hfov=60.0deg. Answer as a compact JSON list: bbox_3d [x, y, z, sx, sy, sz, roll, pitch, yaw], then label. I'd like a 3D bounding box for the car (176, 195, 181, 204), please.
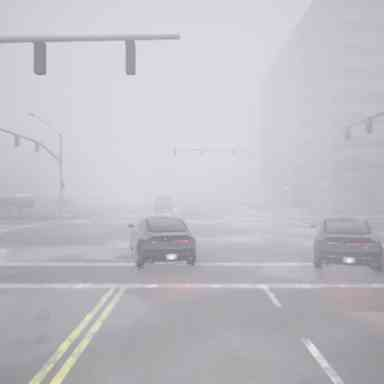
[{"bbox_3d":[-3.507,1.651,71.503,2.150,2.045,5.566,0,0,0],"label":"car"}]

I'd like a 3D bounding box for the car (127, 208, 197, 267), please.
[{"bbox_3d":[-1.153,1.563,11.794,1.837,1.490,4.892,0,1,-14],"label":"car"}]

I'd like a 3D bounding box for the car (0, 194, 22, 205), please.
[{"bbox_3d":[-43.574,1.643,80.013,1.905,1.878,3.866,0,0,0],"label":"car"}]

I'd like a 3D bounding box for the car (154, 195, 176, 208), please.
[{"bbox_3d":[-3.587,1.482,42.693,2.150,2.045,5.566,0,0,0],"label":"car"}]

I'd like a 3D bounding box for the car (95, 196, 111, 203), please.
[{"bbox_3d":[-21.056,1.641,79.918,1.932,1.855,4.605,0,0,0],"label":"car"}]

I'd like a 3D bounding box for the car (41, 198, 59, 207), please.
[{"bbox_3d":[-26.716,1.777,62.524,1.970,1.475,3.806,0,0,0],"label":"car"}]

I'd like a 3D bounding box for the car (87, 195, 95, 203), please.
[{"bbox_3d":[-23.950,1.644,79.983,1.905,1.878,3.866,0,0,0],"label":"car"}]

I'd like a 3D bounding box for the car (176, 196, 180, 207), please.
[{"bbox_3d":[-3.562,1.849,56.111,1.837,1.490,4.892,0,0,0],"label":"car"}]

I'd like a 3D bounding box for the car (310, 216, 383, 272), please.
[{"bbox_3d":[5.126,1.561,11.237,1.837,1.490,4.892,-1,0,21],"label":"car"}]
